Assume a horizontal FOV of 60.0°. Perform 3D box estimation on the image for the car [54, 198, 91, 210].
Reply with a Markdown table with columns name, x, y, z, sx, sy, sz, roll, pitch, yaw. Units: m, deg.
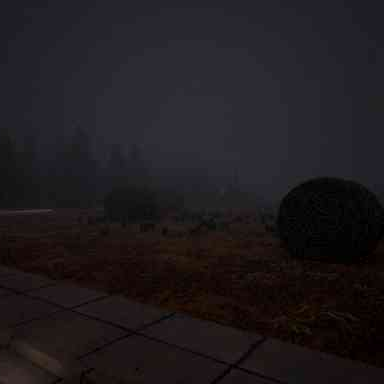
| name | x | y | z | sx | sy | sz | roll | pitch | yaw |
| --- | --- | --- | --- | --- | --- | --- | --- | --- | --- |
| car | -15.638 | 1.481 | 43.639 | 2.128 | 1.511 | 4.902 | 0 | 0 | 37 |
